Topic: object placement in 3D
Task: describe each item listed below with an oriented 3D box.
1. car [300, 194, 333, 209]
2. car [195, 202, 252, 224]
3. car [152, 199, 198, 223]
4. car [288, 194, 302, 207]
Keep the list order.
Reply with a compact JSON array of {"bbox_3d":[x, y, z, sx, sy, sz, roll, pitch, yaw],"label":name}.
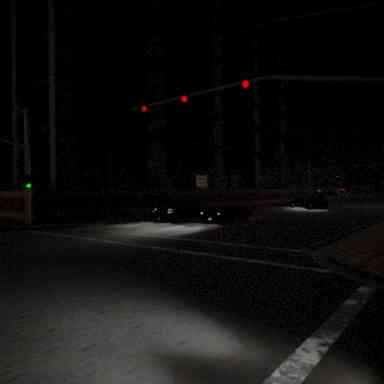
[{"bbox_3d":[15.333,1.298,40.776,1.837,1.490,4.892,-1,0,39],"label":"car"},{"bbox_3d":[2.610,1.558,24.914,1.895,1.301,4.718,-1,0,39],"label":"car"},{"bbox_3d":[-1.018,1.354,25.985,2.097,1.767,4.553,-1,0,39],"label":"car"},{"bbox_3d":[15.124,1.342,46.089,2.033,1.411,5.357,-1,0,39],"label":"car"}]
